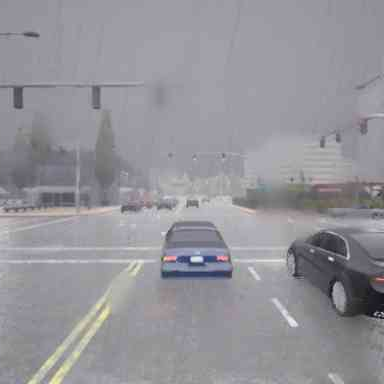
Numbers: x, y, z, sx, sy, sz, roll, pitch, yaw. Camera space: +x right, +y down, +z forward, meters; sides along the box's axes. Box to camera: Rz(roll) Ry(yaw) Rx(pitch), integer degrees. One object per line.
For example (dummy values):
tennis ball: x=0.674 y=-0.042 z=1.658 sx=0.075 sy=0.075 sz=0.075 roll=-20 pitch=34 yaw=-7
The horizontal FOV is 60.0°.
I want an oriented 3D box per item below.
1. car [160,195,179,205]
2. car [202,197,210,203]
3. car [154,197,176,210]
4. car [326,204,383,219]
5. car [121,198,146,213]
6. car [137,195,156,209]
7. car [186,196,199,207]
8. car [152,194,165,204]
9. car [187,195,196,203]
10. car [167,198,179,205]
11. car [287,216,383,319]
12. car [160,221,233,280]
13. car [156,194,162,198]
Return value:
car: x=-3.625 y=1.705 z=54.426 sx=2.128 sy=1.511 sz=4.902 roll=0 pitch=0 yaw=0
car: x=3.439 y=1.875 z=82.139 sx=1.994 sy=1.385 sz=4.181 roll=0 pitch=0 yaw=0
car: x=-3.631 y=1.778 z=45.155 sx=1.895 sy=1.301 sz=4.718 roll=0 pitch=0 yaw=0
car: x=14.426 y=1.716 z=29.355 sx=4.718 sy=1.301 sz=1.895 roll=0 pitch=0 yaw=1
car: x=-7.177 y=1.758 z=39.858 sx=1.895 sy=1.301 sz=4.718 roll=0 pitch=0 yaw=2
car: x=-7.126 y=1.416 z=49.503 sx=2.150 sy=2.045 sz=5.566 roll=0 pitch=0 yaw=0
car: x=0.063 y=1.693 z=54.887 sx=1.882 sy=1.535 sz=5.008 roll=0 pitch=0 yaw=0
car: x=-7.052 y=1.501 z=70.080 sx=2.150 sy=2.045 sz=5.566 roll=0 pitch=0 yaw=0
car: x=-0.060 y=1.676 z=81.744 sx=2.097 sy=1.767 sz=4.553 roll=0 pitch=0 yaw=0
car: x=-3.576 y=1.817 z=64.292 sx=1.994 sy=1.385 sz=4.181 roll=0 pitch=0 yaw=0
car: x=3.582 y=1.535 z=7.431 sx=1.837 sy=1.490 sz=4.892 roll=0 pitch=0 yaw=0
car: x=0.019 y=1.588 z=10.076 sx=2.033 sy=1.411 sz=5.357 roll=0 pitch=0 yaw=-2
car: x=-7.105 y=1.586 z=59.430 sx=2.097 sy=1.767 sz=4.553 roll=0 pitch=0 yaw=0
